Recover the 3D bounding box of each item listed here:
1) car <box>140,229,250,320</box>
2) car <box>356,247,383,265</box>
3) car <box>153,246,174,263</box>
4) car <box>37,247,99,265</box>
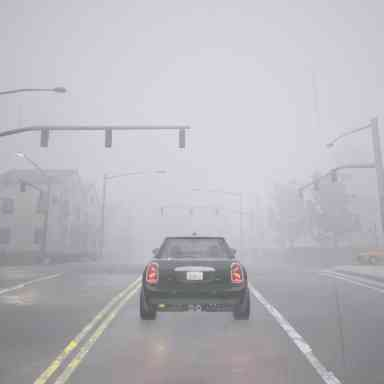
[{"bbox_3d":[0.061,1.806,8.226,2.097,1.767,4.553,0,-7,0],"label":"car"},{"bbox_3d":[16.464,5.361,28.061,5.008,1.535,1.882,0,-11,1],"label":"car"},{"bbox_3d":[-3.651,8.229,43.725,2.150,2.045,5.566,0,-11,0],"label":"car"},{"bbox_3d":[-10.572,5.473,28.536,5.008,1.535,1.882,2,-11,-17],"label":"car"}]
